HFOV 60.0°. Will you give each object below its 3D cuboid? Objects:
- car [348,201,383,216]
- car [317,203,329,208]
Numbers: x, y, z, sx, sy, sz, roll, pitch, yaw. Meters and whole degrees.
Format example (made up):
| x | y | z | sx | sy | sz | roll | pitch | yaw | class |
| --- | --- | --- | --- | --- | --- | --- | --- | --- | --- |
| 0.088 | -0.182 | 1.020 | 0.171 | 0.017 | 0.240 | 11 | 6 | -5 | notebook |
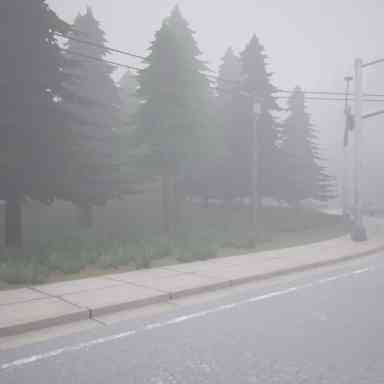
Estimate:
| x | y | z | sx | sy | sz | roll | pitch | yaw | class |
| --- | --- | --- | --- | --- | --- | --- | --- | --- | --- |
| 17.269 | 1.601 | 32.381 | 1.895 | 1.301 | 4.718 | 0 | 0 | -5 | car |
| 14.809 | 1.547 | 42.434 | 2.033 | 1.411 | 5.357 | 0 | 0 | -25 | car |
